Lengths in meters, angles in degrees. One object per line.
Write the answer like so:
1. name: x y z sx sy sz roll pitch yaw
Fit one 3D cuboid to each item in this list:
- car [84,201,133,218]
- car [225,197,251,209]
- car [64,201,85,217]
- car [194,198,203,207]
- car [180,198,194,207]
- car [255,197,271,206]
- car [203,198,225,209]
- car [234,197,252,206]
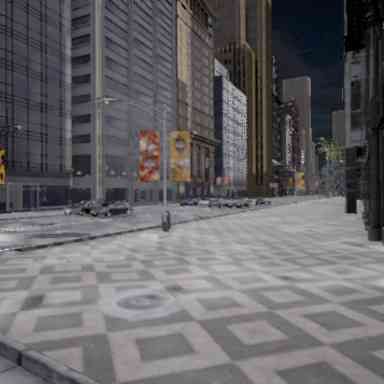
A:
1. car: -7.636 1.645 31.932 1.837 1.490 4.892 0 0 26
2. car: 6.592 1.699 46.006 1.895 1.301 4.718 0 0 26
3. car: -10.566 1.655 33.331 2.128 1.511 4.902 0 0 26
4. car: 2.496 1.671 52.524 1.812 1.442 4.674 0 0 26
5. car: -0.083 1.716 54.634 2.033 1.411 5.357 0 0 26
6. car: 12.441 1.607 58.021 1.837 1.490 4.892 0 0 26
7. car: 3.939 1.613 47.985 2.128 1.511 4.902 0 0 26
8. car: 8.996 1.629 58.395 1.837 1.490 4.892 0 0 26
